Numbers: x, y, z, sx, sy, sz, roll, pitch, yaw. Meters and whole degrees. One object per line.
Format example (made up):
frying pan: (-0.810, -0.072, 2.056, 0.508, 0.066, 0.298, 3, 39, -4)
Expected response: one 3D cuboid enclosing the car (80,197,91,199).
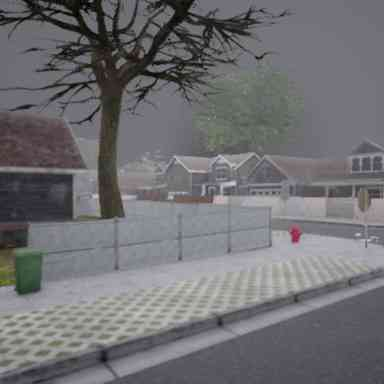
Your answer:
car: (-15.695, 1.505, 49.020, 1.812, 1.442, 4.674, 0, 0, -36)
